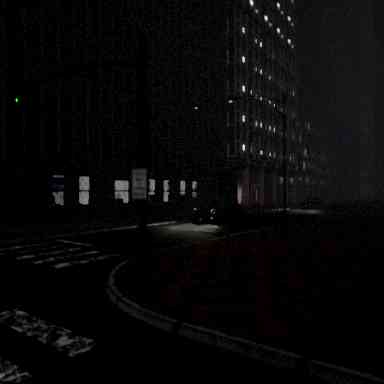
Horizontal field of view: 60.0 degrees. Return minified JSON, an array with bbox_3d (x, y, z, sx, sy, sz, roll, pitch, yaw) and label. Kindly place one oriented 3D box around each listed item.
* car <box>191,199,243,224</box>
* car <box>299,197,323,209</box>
[{"bbox_3d":[1.914,1.286,24.365,2.097,1.767,4.553,0,0,37],"label":"car"},{"bbox_3d":[15.017,1.344,41.884,1.882,1.535,5.008,0,0,37],"label":"car"}]
